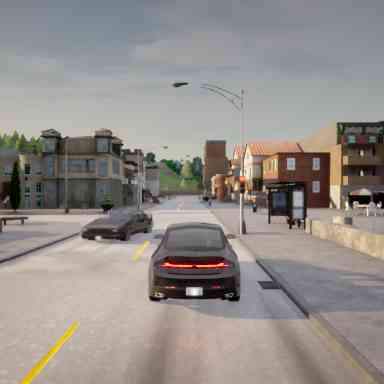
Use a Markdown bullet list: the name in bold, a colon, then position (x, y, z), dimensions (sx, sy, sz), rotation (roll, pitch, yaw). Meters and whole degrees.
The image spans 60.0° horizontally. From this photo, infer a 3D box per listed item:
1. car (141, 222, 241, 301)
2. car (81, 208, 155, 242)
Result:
- **car**: position (0.064, 1.505, 8.288), dimensions (1.837, 1.490, 4.892), rotation (0, 0, 1)
- **car**: position (-3.433, 1.547, 16.698), dimensions (2.033, 1.411, 5.357), rotation (0, 0, 12)
